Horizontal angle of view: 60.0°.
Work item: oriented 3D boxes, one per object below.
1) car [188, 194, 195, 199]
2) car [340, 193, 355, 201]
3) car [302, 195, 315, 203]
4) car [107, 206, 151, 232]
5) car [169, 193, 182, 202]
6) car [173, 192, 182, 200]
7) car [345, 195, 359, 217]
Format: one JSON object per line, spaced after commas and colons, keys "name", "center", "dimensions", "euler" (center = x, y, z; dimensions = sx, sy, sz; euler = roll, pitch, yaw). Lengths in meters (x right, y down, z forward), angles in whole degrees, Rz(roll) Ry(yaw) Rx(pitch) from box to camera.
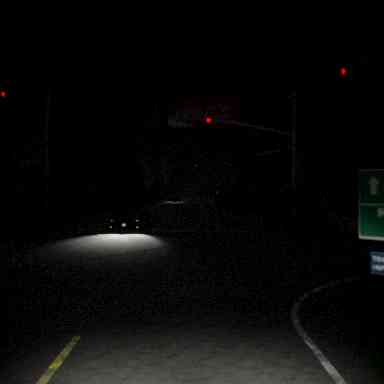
{"name": "car", "center": [-0.133, 1.211, 86.853], "dimensions": [1.994, 1.385, 4.181], "euler": [0, 0, 0]}
{"name": "car", "center": [34.738, 1.205, 72.415], "dimensions": [2.007, 1.523, 4.514], "euler": [0, 0, 0]}
{"name": "car", "center": [22.353, 1.298, 64.595], "dimensions": [1.970, 1.475, 3.806], "euler": [0, 0, 0]}
{"name": "car", "center": [-3.630, 1.517, 19.736], "dimensions": [1.994, 1.385, 4.181], "euler": [0, 2, 0]}
{"name": "car", "center": [-3.607, 1.279, 69.481], "dimensions": [1.994, 1.385, 4.181], "euler": [0, 0, 0]}
{"name": "car", "center": [-3.632, 1.016, 85.936], "dimensions": [2.097, 1.767, 4.553], "euler": [0, 0, 0]}
{"name": "car", "center": [14.309, 1.404, 25.509], "dimensions": [3.866, 1.878, 1.905], "euler": [0, 0, 0]}
